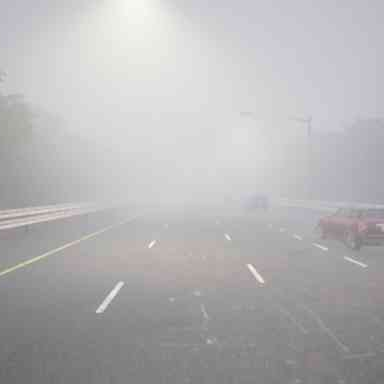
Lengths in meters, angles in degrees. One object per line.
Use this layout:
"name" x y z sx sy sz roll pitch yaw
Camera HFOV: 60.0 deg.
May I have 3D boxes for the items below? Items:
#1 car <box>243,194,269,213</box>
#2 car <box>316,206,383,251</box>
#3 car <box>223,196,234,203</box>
"car" 7.084 1.217 37.207 2.150 2.045 5.566 0 0 0
"car" 7.014 1.355 14.174 2.097 1.767 4.553 0 0 0
"car" 7.228 1.444 66.487 1.882 1.535 5.008 0 0 0
